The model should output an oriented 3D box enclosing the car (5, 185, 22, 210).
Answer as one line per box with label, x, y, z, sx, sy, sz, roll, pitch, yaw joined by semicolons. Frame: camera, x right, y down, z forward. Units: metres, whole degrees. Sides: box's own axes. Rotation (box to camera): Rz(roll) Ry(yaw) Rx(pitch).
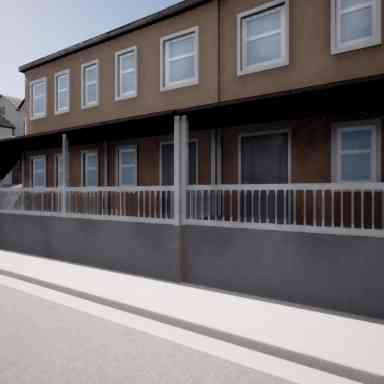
car;-15.861;0.840;27.678;2.150;2.045;5.566;0;13;34
